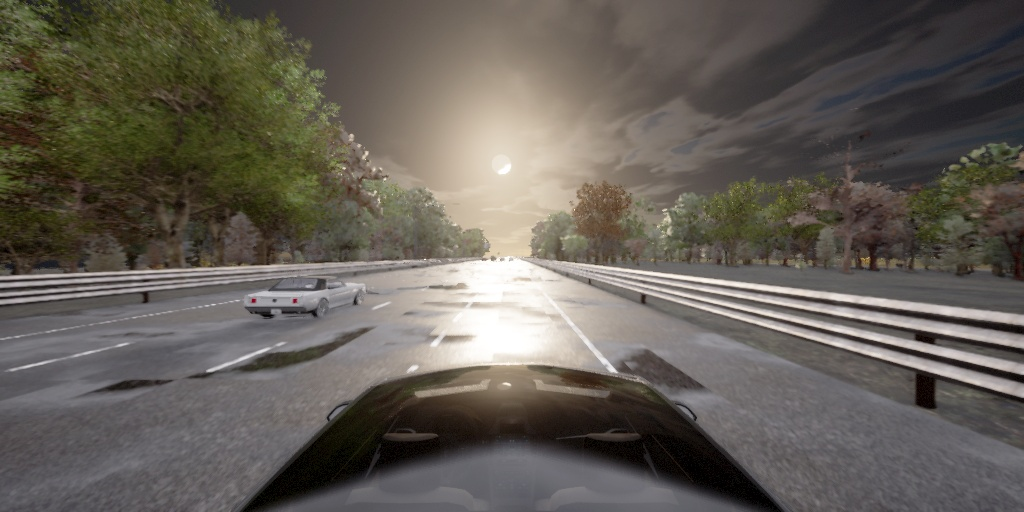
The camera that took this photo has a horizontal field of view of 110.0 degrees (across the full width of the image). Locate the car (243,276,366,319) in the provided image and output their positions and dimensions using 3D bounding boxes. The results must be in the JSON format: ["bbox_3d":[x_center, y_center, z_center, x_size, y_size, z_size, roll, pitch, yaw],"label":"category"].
[{"bbox_3d":[-6.973,1.357,12.809,1.895,1.301,4.718,0,0,0],"label":"car"}]
